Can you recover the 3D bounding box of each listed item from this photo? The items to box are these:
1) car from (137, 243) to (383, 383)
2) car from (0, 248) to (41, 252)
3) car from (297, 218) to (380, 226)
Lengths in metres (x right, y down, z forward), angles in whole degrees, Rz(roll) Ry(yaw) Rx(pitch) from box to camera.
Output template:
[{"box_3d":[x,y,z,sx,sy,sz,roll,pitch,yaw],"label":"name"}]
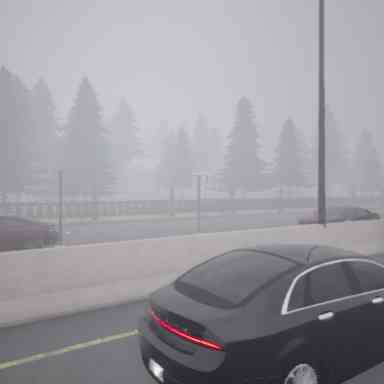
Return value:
[{"box_3d":[1.671,1.491,4.619,4.892,1.490,1.837,0,0,-33],"label":"car"},{"box_3d":[-7.187,1.515,11.624,4.674,1.442,1.812,0,0,-34],"label":"car"},{"box_3d":[7.440,1.424,16.816,5.008,1.535,1.882,0,0,-32],"label":"car"}]
